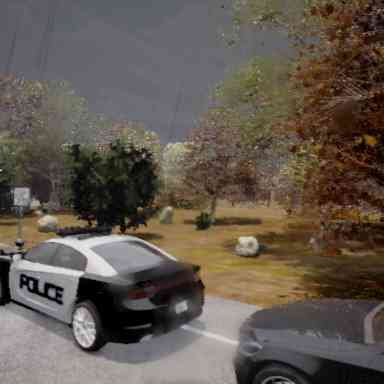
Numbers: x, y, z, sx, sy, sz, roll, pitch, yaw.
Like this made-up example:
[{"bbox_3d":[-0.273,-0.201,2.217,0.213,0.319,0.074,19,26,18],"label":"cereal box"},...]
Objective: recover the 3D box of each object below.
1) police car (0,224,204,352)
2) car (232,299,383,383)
[{"bbox_3d":[-2.178,1.473,6.452,5.238,1.638,1.930,0,-1,38],"label":"police car"},{"bbox_3d":[2.610,1.566,2.834,4.674,1.442,1.812,0,-1,36],"label":"car"}]
